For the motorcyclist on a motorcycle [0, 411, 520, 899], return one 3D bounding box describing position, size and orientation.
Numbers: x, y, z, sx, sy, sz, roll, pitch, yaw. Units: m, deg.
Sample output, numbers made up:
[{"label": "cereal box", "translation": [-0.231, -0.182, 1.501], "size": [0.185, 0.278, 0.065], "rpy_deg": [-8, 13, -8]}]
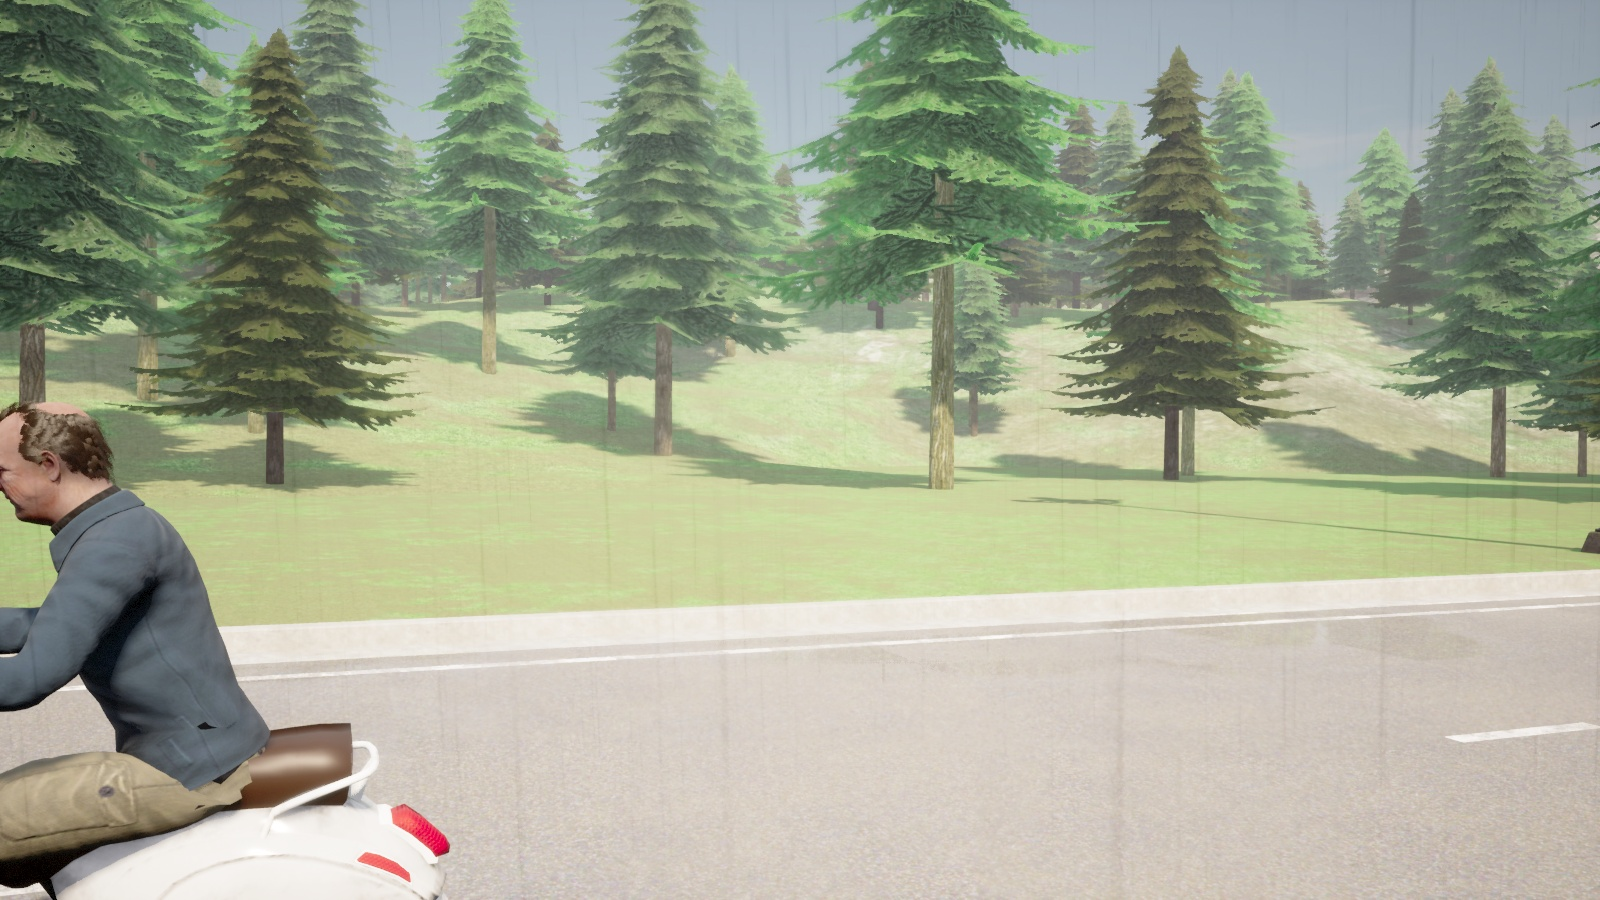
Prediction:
[{"label": "motorcyclist on a motorcycle", "translation": [-1.576, 0.726, 2.639], "size": [1.817, 1.590, 0.866], "rpy_deg": [-1, 1, -21]}]
